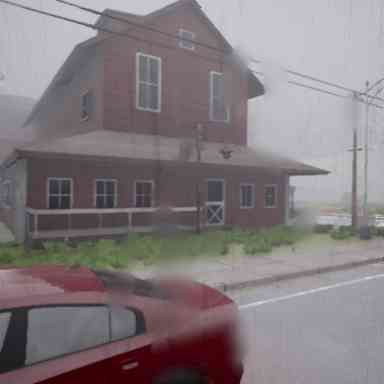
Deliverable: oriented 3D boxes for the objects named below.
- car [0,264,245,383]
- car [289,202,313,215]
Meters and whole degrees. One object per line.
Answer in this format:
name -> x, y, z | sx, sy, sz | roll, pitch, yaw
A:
car -> -1.843, 1.451, 2.748 | 5.008, 1.535, 1.882 | 1, 0, -32
car -> 8.332, 1.569, 29.162 | 1.837, 1.490, 4.892 | 1, 0, -33
